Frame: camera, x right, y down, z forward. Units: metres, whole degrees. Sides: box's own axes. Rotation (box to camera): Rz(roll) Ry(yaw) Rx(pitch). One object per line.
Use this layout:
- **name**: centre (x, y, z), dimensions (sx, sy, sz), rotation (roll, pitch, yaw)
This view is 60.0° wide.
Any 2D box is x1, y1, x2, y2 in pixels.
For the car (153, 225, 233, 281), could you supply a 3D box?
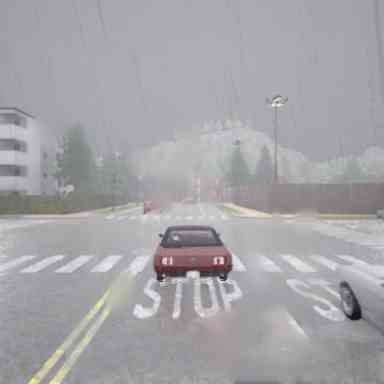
- **car**: centre (-0.068, 1.646, 9.982), dimensions (1.895, 1.301, 4.718), rotation (0, 0, -2)

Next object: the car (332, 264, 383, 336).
- **car**: centre (3.617, 1.621, 4.411), dimensions (1.895, 1.301, 4.718), rotation (0, 0, 2)

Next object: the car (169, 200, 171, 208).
- **car**: centre (-4.226, 1.553, 48.265), dimensions (2.097, 1.767, 4.553), rotation (0, 0, 0)

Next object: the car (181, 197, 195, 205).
- **car**: centre (-0.764, 1.749, 64.839), dimensions (1.882, 1.535, 5.008), rotation (0, 0, -14)

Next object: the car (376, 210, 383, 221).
- **car**: centre (17.211, 1.718, 26.189), dimensions (4.718, 1.301, 1.895), rotation (0, 0, 0)

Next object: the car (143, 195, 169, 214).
- **car**: centre (-4.235, 1.377, 38.204), dimensions (2.150, 2.045, 5.566), rotation (0, 0, 0)
